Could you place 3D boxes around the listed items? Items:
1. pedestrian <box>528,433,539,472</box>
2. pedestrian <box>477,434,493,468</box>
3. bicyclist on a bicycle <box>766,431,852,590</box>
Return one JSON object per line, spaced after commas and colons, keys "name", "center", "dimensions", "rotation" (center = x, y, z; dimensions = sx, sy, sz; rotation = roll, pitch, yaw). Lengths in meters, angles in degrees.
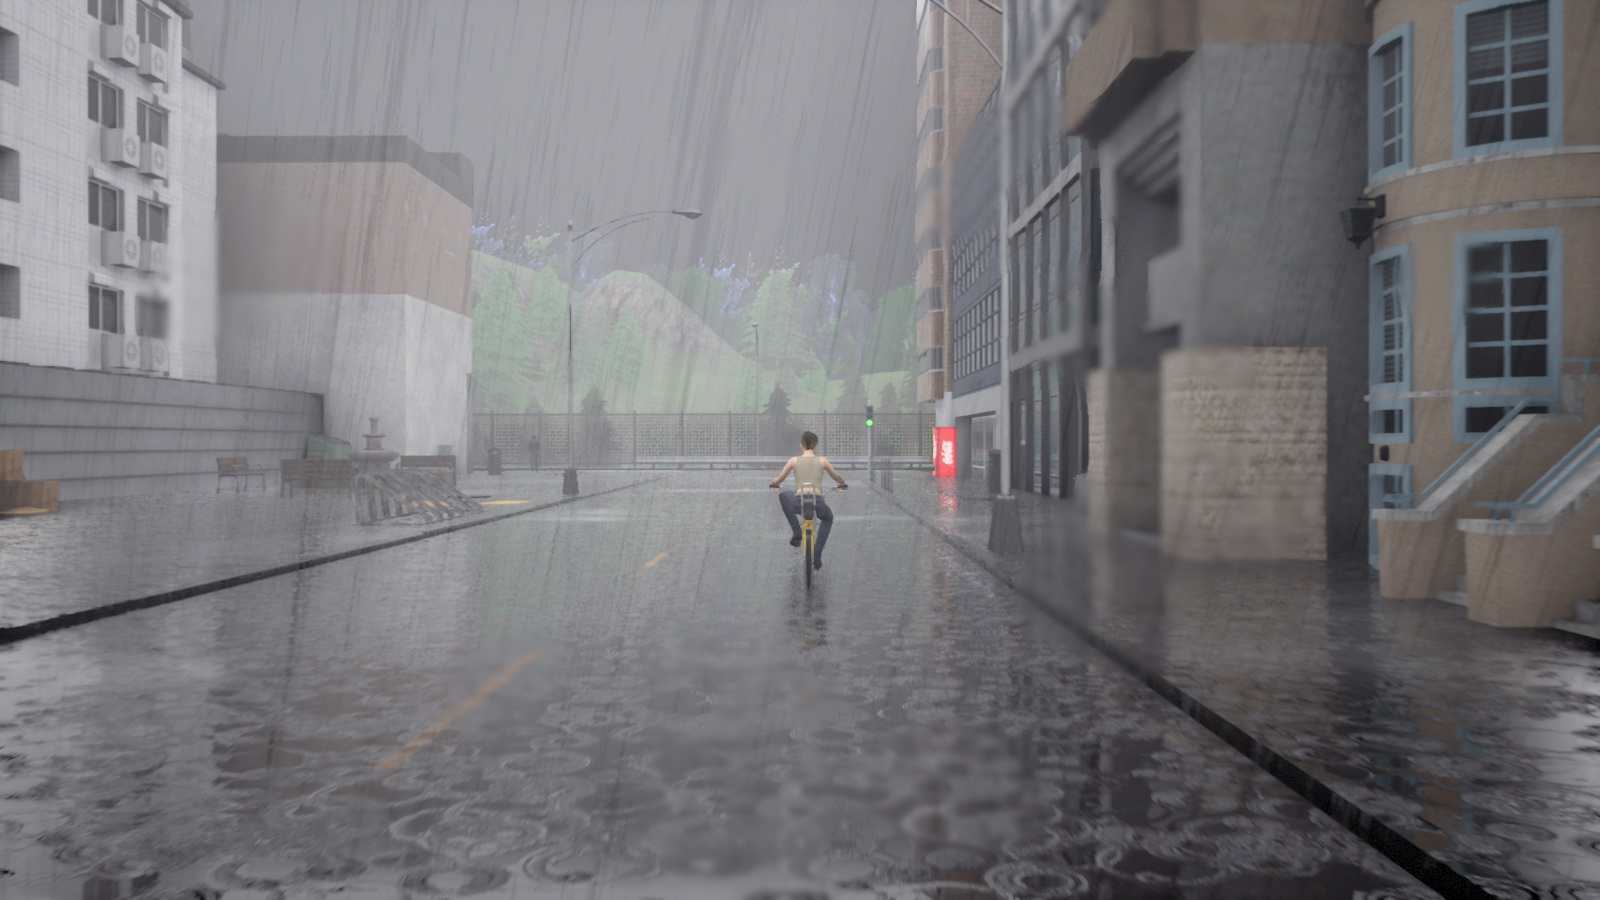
{"name": "pedestrian", "center": [-13.257, 0.114, 62.383], "dimensions": [0.402, 1.930, 0.666], "rotation": [0, 0, 0]}
{"name": "pedestrian", "center": [-17.524, 0.049, 69.835], "dimensions": [0.694, 1.848, 0.540], "rotation": [0, 0, 21]}
{"name": "bicyclist on a bicycle", "center": [0.091, 0.607, 13.433], "dimensions": [0.866, 1.612, 1.509], "rotation": [0, 0, 0]}
